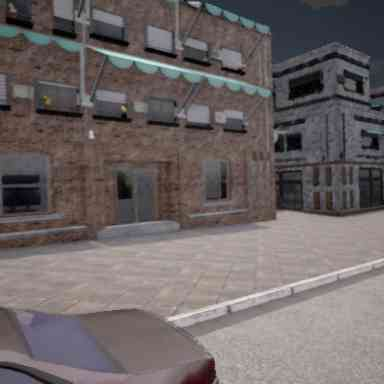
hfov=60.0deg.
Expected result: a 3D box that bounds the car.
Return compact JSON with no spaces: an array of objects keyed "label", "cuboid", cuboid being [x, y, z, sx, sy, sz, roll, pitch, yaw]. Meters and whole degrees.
[{"label":"car","cuboid":[-2.242,1.571,1.831,5.357,1.411,2.033,0,0,-35]}]
